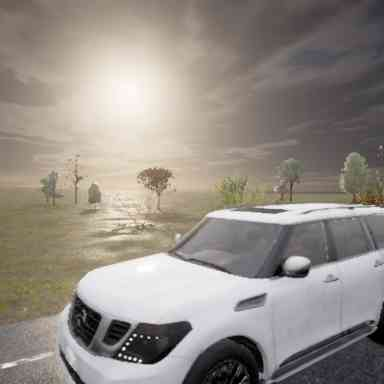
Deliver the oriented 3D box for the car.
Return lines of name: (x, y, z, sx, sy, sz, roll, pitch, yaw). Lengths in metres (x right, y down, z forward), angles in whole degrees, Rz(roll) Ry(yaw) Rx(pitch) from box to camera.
car: (1.104, 1.222, 4.769, 5.566, 2.045, 2.150, 0, 0, -35)
